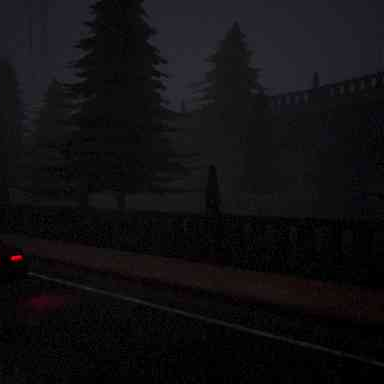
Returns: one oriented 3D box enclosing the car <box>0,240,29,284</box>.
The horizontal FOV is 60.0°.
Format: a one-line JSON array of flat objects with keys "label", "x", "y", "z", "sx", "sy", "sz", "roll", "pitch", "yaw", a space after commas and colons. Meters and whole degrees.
[{"label": "car", "x": -6.181, "y": 1.476, "z": 8.118, "sx": 5.357, "sy": 1.411, "sz": 2.033, "roll": 0, "pitch": 0, "yaw": 34}]
